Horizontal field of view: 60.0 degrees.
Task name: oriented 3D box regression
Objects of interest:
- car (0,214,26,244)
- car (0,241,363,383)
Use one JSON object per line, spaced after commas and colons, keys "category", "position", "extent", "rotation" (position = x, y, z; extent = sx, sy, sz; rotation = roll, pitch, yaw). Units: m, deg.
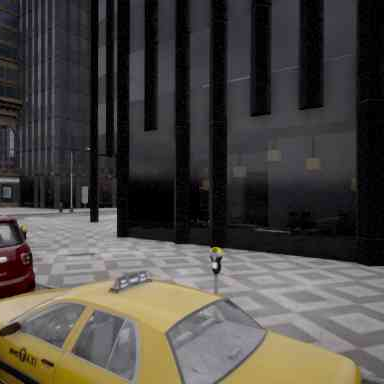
{"category": "car", "position": [-5.125, 1.314, 6.571], "extent": [5.009, 1.841, 2.192], "rotation": [0, 0, 35]}
{"category": "car", "position": [-0.830, 1.525, 3.543], "extent": [4.829, 1.417, 1.752], "rotation": [0, 0, 35]}
